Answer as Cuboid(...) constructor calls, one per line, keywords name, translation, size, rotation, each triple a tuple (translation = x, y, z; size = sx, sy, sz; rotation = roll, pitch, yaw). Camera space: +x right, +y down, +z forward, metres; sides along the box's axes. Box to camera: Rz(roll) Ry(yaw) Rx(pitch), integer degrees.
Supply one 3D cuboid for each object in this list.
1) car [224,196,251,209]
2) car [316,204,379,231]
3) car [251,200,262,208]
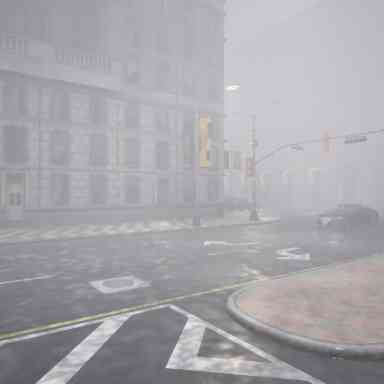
Cuboid(name="car", translation=(5.030, 1.352, 43.812), size=(2.097, 1.767, 4.553), rotation=(0, 0, -35))
Cuboid(name="car", translation=(9.677, 1.491, 20.626), size=(4.902, 1.511, 2.128), rotation=(0, 0, -35))
Cuboid(name="car", translation=(7.284, 1.547, 46.668), size=(2.033, 1.411, 5.357), rotation=(0, 0, -36))
